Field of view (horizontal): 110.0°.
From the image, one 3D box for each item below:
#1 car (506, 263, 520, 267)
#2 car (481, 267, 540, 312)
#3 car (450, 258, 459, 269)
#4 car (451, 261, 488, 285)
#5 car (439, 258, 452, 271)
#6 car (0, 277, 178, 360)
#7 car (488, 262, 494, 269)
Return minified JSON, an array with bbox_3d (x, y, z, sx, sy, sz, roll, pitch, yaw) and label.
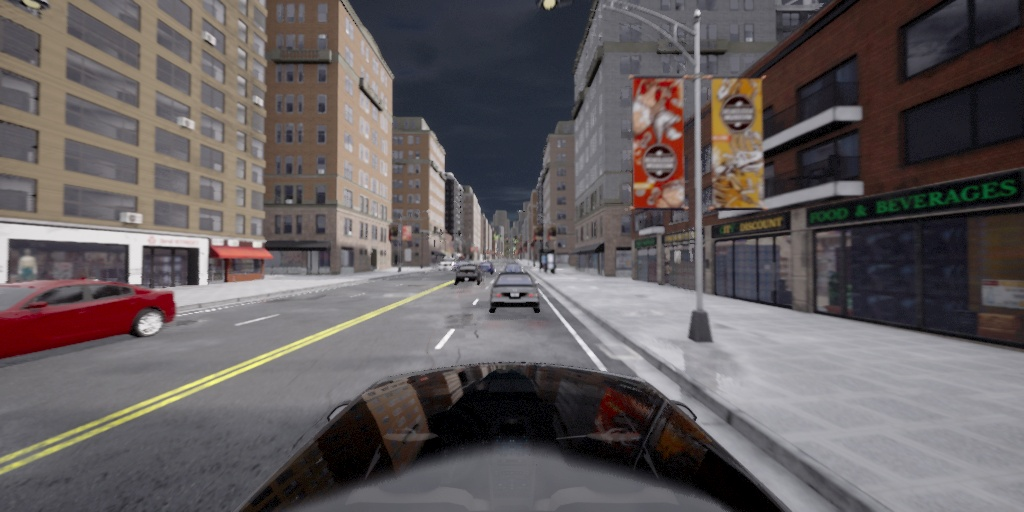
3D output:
[{"bbox_3d":[0.087,1.443,37.688,2.033,1.411,5.357,0,0,0],"label":"car"},{"bbox_3d":[0.097,1.348,14.408,2.033,1.411,5.357,0,0,0],"label":"car"},{"bbox_3d":[-6.568,1.421,47.682,1.882,1.535,5.008,0,-1,0],"label":"car"},{"bbox_3d":[-3.151,1.357,27.218,1.837,1.490,4.892,0,0,0],"label":"car"},{"bbox_3d":[-9.757,1.290,55.230,2.150,2.045,5.566,0,0,0],"label":"car"},{"bbox_3d":[-9.851,1.250,7.413,1.882,1.535,5.008,0,0,0],"label":"car"},{"bbox_3d":[-3.152,1.452,44.026,1.812,1.442,4.674,0,0,0],"label":"car"}]
